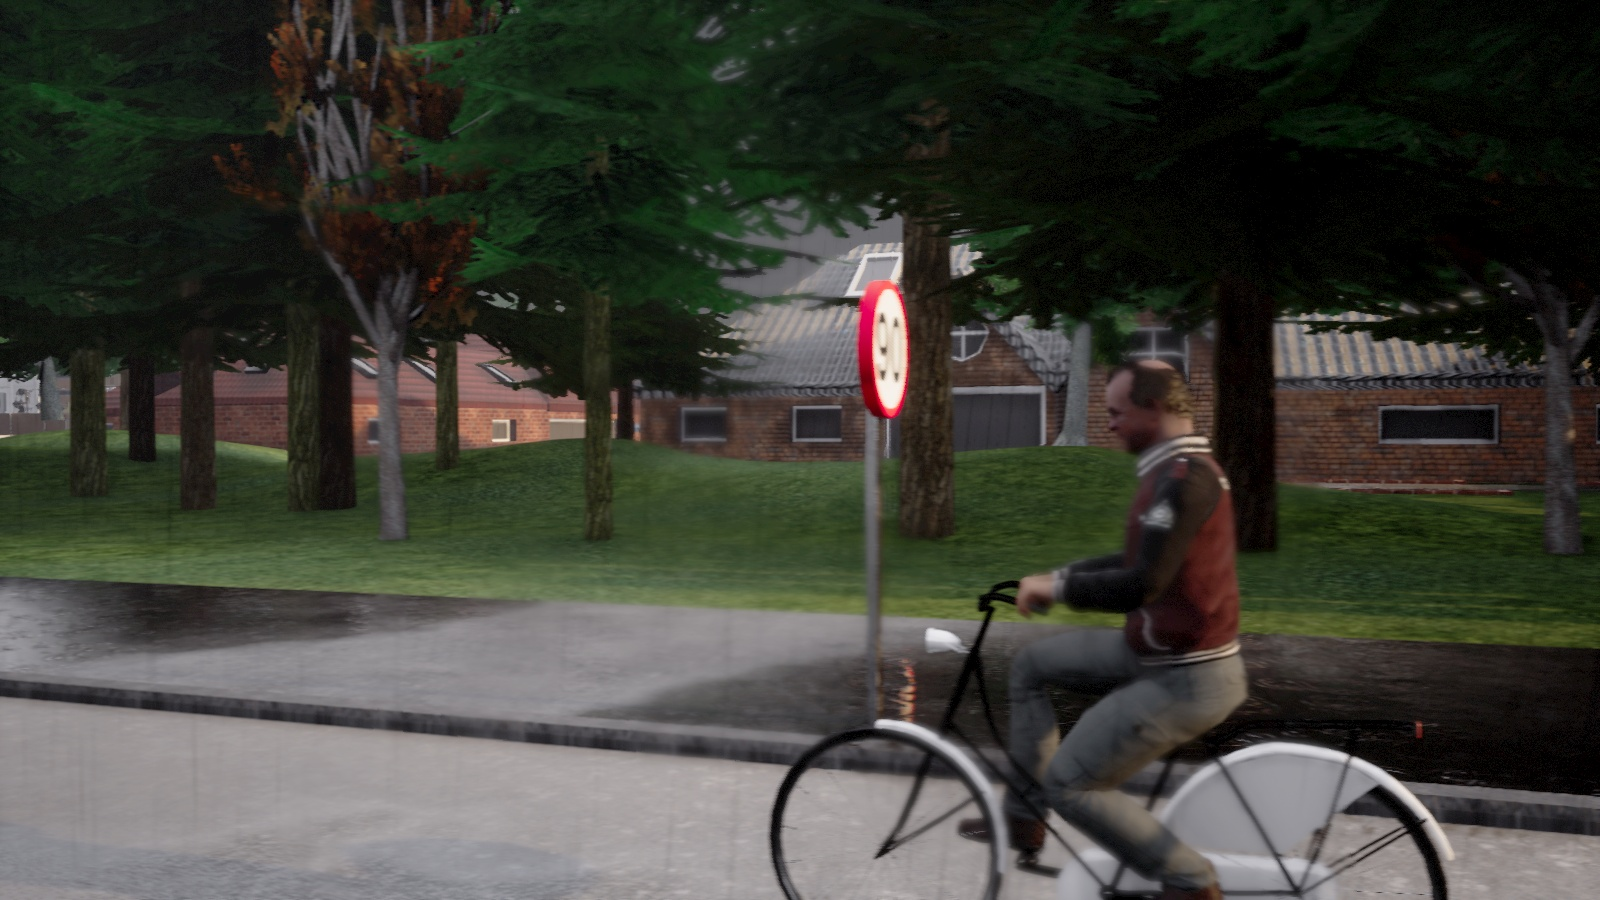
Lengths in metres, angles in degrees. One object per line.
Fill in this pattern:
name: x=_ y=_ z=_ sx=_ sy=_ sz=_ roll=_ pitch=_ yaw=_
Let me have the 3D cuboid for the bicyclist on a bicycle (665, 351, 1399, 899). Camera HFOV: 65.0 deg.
bicyclist on a bicycle: x=0.606 y=0.643 z=3.516 sx=1.843 sy=1.776 sz=0.659 roll=1 pitch=1 yaw=19
